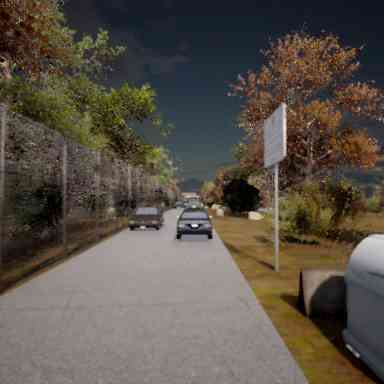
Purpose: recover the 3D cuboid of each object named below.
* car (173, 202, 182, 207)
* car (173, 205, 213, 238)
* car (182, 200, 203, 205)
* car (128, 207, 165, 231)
[{"bbox_3d":[-2.478,2.548,63.012,2.033,1.411,5.357,0,-2,1],"label":"car"},{"bbox_3d":[0.125,1.630,18.013,2.033,1.411,5.357,0,0,0],"label":"car"},{"bbox_3d":[0.221,1.726,38.703,2.097,1.767,4.553,0,-1,0],"label":"car"},{"bbox_3d":[-2.815,1.668,21.755,2.033,1.411,5.357,0,-1,0],"label":"car"}]
